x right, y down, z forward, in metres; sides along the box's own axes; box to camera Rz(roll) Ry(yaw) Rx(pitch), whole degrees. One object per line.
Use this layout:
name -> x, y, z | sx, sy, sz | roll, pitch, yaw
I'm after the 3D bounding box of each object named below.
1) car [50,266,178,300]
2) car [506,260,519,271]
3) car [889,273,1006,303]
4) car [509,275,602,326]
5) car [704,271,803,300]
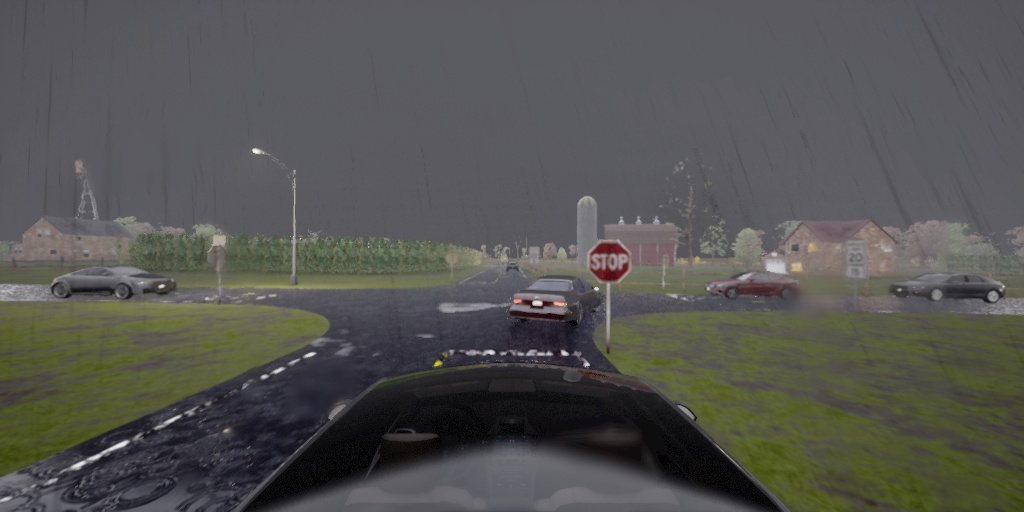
car -> -17.830, 1.156, 16.205 | 4.181, 1.385, 1.994 | 1, 0, -1
car -> 0.105, 1.539, 56.547 | 1.837, 1.490, 4.892 | 0, 0, 0
car -> 23.315, 1.665, 19.298 | 4.892, 1.490, 1.837 | 1, 0, 0
car -> 1.703, 1.353, 12.029 | 2.033, 1.411, 5.357 | 1, 0, 24
car -> 12.921, 1.542, 19.299 | 4.674, 1.442, 1.812 | 1, 0, 1
